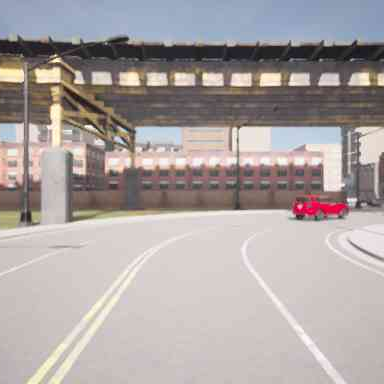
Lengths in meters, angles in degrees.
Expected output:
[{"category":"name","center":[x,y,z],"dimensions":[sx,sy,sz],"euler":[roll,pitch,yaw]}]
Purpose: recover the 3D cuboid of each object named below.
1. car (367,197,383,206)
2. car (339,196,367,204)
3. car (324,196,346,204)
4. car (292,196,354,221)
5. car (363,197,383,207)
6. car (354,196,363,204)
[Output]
[{"category":"car","center":[29.337,1.454,50.588],"dimensions":[1.853,1.218,4.536],"euler":[0,0,-29]},{"category":"car","center":[33.839,1.673,70.140],"dimensions":[2.038,1.542,4.974],"euler":[0,0,-34]},{"category":"car","center":[29.831,1.671,69.400],"dimensions":[4.974,1.542,2.038],"euler":[0,0,-39]},{"category":"car","center":[10.876,1.312,28.152],"dimensions":[5.566,2.045,2.150],"euler":[0,0,-34]},{"category":"car","center":[29.362,1.612,50.542],"dimensions":[2.038,1.542,4.974],"euler":[0,0,-29]},{"category":"car","center":[33.868,1.516,70.098],"dimensions":[1.853,1.218,4.536],"euler":[0,0,-34]}]
